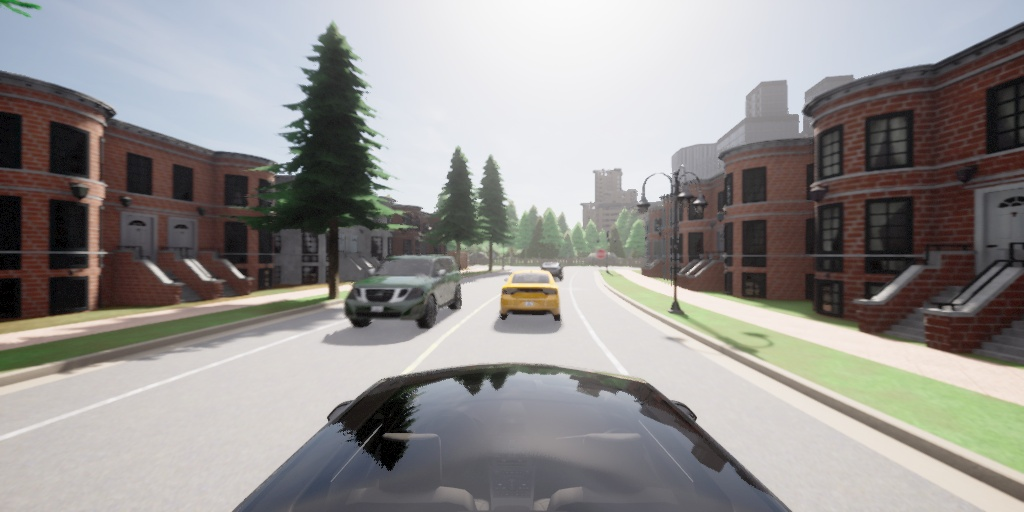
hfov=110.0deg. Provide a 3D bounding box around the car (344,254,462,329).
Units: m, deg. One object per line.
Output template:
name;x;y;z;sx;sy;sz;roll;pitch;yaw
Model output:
car;-3.127;0.961;11.639;2.150;2.045;5.566;0;0;5

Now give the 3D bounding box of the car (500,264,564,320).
car;0.707;1.233;12.823;1.882;1.535;5.008;0;0;5

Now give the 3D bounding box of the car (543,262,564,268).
car;3.416;1.262;30.789;2.128;1.511;4.902;0;0;11
